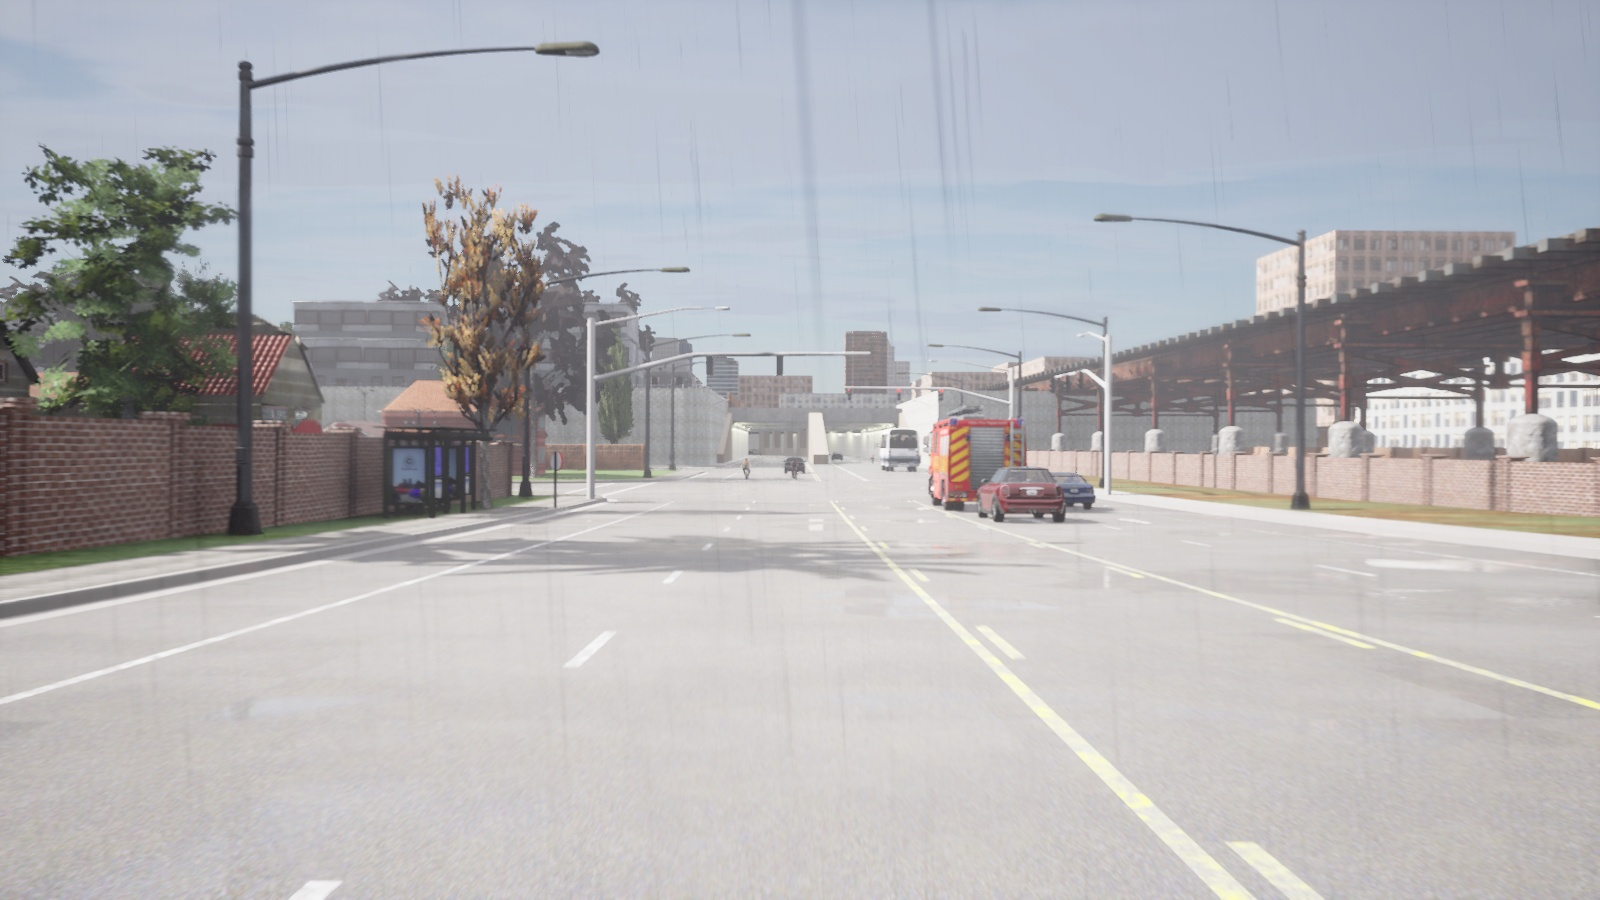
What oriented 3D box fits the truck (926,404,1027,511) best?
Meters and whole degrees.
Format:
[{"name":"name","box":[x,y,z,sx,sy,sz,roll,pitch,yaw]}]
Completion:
[{"name":"truck","box":[6.740,0.302,49.093,2.891,3.827,8.468,0,0,1]}]

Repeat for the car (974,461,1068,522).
[{"name":"car","box":[6.821,1.246,39.235,2.097,1.767,4.553,0,-1,0]}]

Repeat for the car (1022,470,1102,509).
[{"name":"car","box":[10.275,1.507,49.692,2.033,1.411,5.357,0,0,0]}]
